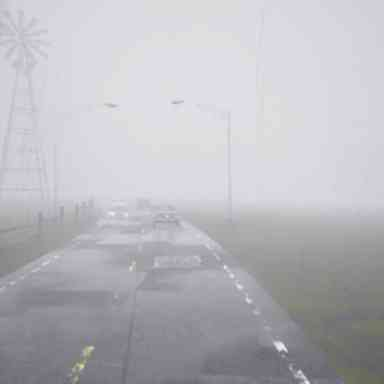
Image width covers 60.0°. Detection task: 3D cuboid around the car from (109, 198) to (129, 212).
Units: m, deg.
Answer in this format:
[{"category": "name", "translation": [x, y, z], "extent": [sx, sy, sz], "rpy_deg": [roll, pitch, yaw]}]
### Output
[{"category": "car", "translation": [-8.282, 1.428, 37.599], "extent": [1.812, 1.442, 4.674], "rpy_deg": [0, 0, -16]}]

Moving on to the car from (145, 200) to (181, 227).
[{"category": "car", "translation": [-1.900, 1.508, 22.521], "extent": [2.033, 1.411, 5.357], "rpy_deg": [0, 0, -9]}]

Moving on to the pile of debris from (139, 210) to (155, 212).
[{"category": "pile of debris", "translation": [-4.929, 2.086, 36.523], "extent": [1.500, 0.140, 1.860], "rpy_deg": [0, 0, -15]}]

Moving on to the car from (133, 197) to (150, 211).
[{"category": "car", "translation": [-5.966, 1.399, 40.112], "extent": [1.837, 1.490, 4.892], "rpy_deg": [0, 0, -16]}]
